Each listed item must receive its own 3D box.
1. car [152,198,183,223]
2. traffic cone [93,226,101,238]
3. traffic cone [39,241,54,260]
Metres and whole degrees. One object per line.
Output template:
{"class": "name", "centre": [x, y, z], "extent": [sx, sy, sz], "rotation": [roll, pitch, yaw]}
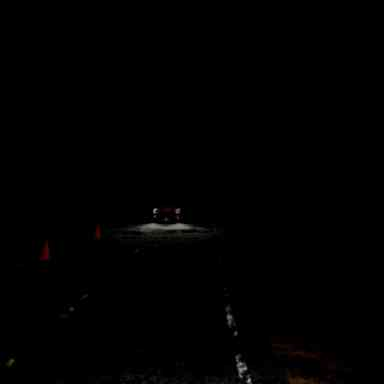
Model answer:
{"class": "car", "centre": [-1.781, 1.308, 25.127], "extent": [2.097, 1.767, 4.553], "rotation": [0, 0, 0]}
{"class": "traffic cone", "centre": [-4.592, 1.924, 16.124], "extent": [0.340, 0.580, 0.340], "rotation": [0, 0, 3]}
{"class": "traffic cone", "centre": [-4.850, 1.932, 11.084], "extent": [0.340, 0.580, 0.340], "rotation": [0, 0, 2]}
